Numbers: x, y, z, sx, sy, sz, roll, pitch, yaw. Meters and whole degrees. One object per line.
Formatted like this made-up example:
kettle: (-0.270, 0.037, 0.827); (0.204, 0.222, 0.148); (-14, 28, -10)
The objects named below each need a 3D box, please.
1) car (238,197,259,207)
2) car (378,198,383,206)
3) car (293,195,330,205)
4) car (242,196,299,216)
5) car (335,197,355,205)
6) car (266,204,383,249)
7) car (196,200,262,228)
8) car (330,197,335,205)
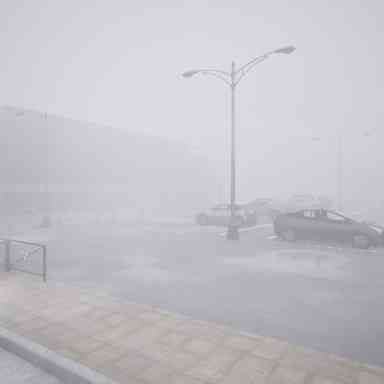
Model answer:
car: (9.775, 1.702, 57.391); (1.812, 1.442, 4.674); (0, 0, 35)
car: (29.351, 1.576, 48.383); (3.806, 1.475, 1.970); (0, 0, 35)
car: (12.892, 1.269, 37.304); (3.866, 1.878, 1.905); (0, 0, 35)
car: (5.563, 1.345, 26.817); (5.027, 1.636, 2.152); (0, 0, 35)
car: (24.976, 1.565, 55.076); (3.633, 1.501, 1.845); (0, 0, 35)
car: (5.832, 1.490, 14.331); (4.514, 1.523, 2.007); (0, 0, 35)
car: (2.152, 1.424, 21.371); (3.806, 1.475, 1.970); (0, 0, 35)
car: (14.218, 1.289, 39.922); (4.605, 1.855, 1.932); (0, 0, 35)
